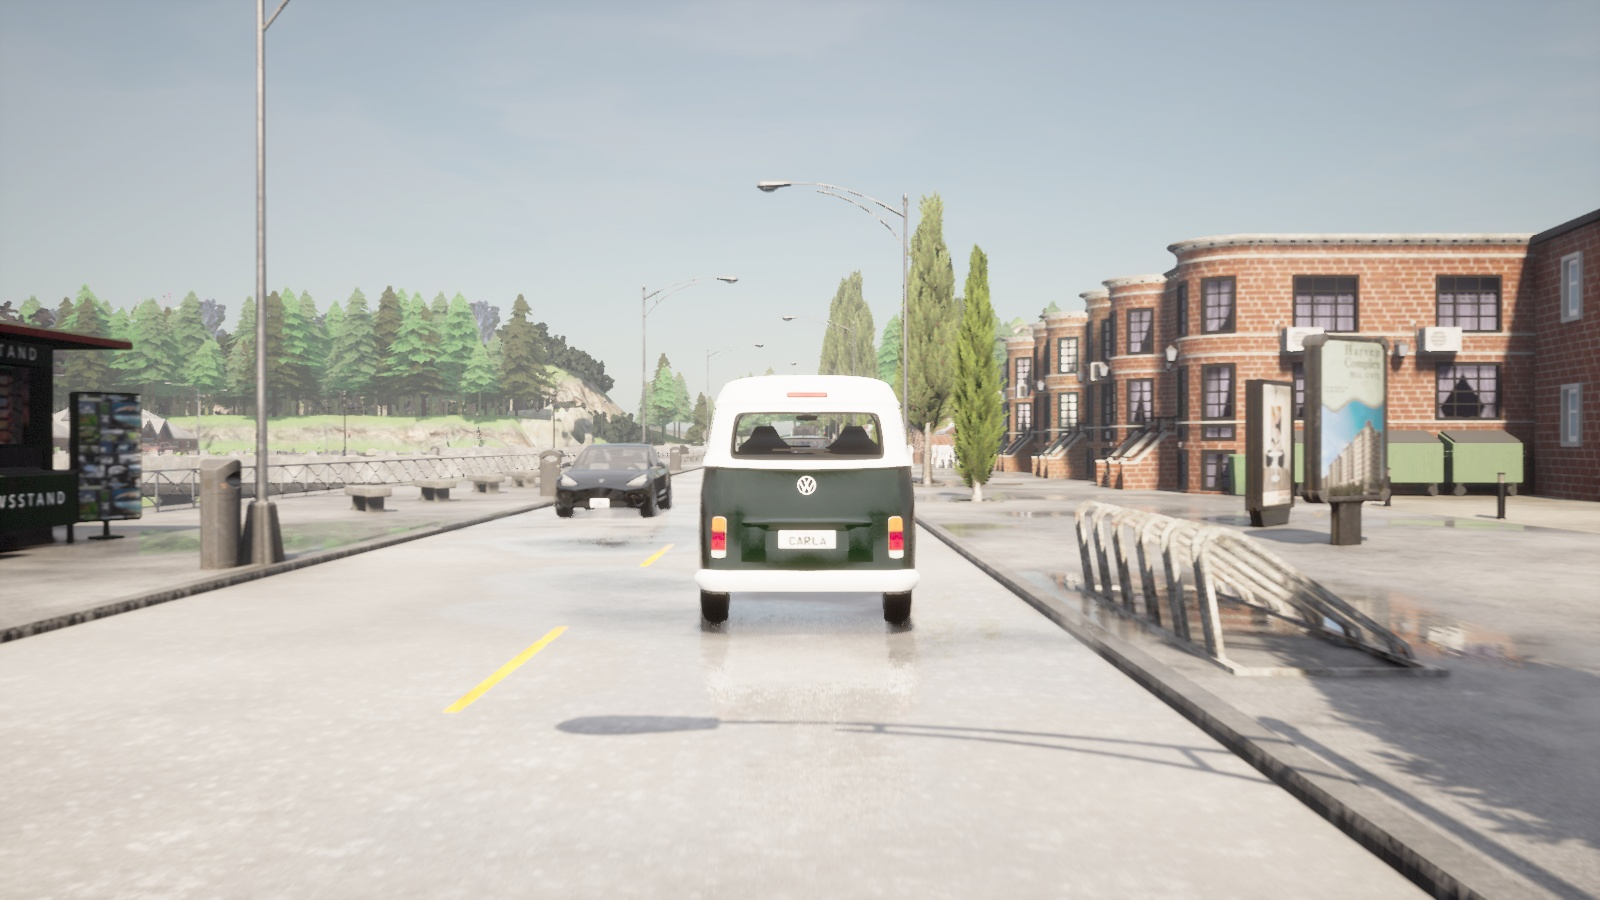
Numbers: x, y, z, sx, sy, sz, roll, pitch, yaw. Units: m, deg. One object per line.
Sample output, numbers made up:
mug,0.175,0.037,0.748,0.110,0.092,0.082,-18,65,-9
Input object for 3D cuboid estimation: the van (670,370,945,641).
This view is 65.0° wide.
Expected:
van,0.066,0.404,11.667,2.069,2.038,4.480,0,0,0

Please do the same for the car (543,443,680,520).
car,-3.870,0.593,26.598,2.163,1.488,4.792,0,0,0
